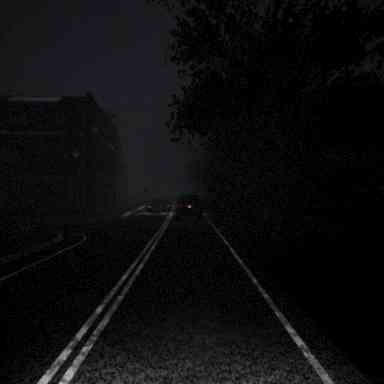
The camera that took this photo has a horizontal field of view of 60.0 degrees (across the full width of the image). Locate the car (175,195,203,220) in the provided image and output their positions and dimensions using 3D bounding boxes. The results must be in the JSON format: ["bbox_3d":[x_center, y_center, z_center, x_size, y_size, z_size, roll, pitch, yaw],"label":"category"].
[{"bbox_3d":[-0.253,1.222,28.214,2.150,2.045,5.566,0,0,-1],"label":"car"}]

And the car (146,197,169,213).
[{"bbox_3d":[-3.948,1.474,37.348,1.837,1.490,4.892,0,0,-2],"label":"car"}]

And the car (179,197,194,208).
[{"bbox_3d":[-0.861,1.443,47.759,2.033,1.411,5.357,0,1,-2],"label":"car"}]
